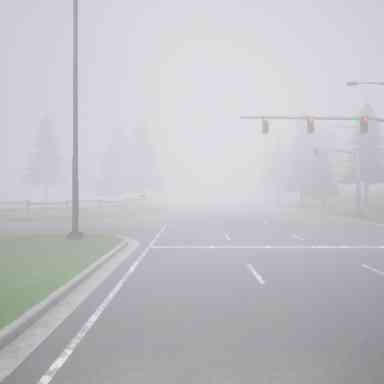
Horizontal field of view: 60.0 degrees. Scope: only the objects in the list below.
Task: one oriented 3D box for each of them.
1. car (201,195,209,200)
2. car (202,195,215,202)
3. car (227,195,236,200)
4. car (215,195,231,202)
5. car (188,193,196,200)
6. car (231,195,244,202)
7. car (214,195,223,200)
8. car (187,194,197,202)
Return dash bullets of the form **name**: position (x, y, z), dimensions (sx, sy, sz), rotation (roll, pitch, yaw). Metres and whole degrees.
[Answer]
- **car**: position (3.500, 1.426, 88.253), dimensions (1.895, 1.301, 4.718), rotation (0, 0, 0)
- **car**: position (3.500, 1.454, 74.888), dimensions (1.994, 1.385, 4.181), rotation (0, 0, 0)
- **car**: position (10.500, 1.384, 88.223), dimensions (1.994, 1.385, 4.181), rotation (0, 0, 0)
- **car**: position (7.000, 1.441, 74.888), dimensions (2.033, 1.411, 5.357), rotation (0, 0, 0)
- **car**: position (0.000, 1.186, 88.193), dimensions (2.097, 1.767, 4.553), rotation (0, 0, 0)
- **car**: position (10.500, 1.426, 74.888), dimensions (1.812, 1.442, 4.674), rotation (0, 0, 0)
- **car**: position (7.000, 1.384, 88.223), dimensions (1.994, 1.385, 4.181), rotation (0, 0, 0)
- **car**: position (0.000, 1.256, 74.858), dimensions (2.097, 1.767, 4.553), rotation (0, 0, 0)
